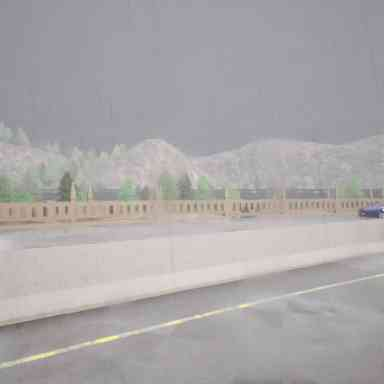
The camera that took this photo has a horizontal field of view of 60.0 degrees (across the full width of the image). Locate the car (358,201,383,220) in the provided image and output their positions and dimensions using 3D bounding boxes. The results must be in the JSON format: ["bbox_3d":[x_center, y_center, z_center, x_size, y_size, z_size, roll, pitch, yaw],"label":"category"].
[{"bbox_3d":[15.921,1.477,27.136,5.008,1.535,1.882,0,0,-19],"label":"car"}]
